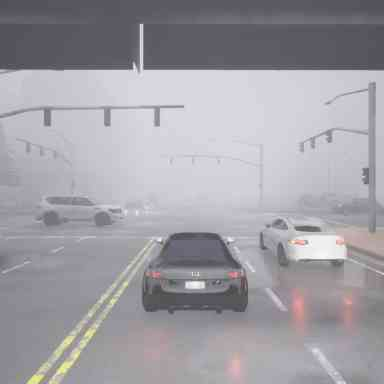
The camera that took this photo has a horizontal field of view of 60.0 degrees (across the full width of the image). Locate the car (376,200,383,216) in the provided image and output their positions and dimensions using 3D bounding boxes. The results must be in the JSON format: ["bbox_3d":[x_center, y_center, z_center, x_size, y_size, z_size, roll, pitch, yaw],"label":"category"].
[{"bbox_3d":[19.150,1.601,29.626,4.718,1.301,1.895,0,0,1],"label":"car"}]

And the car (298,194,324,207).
[{"bbox_3d":[16.645,1.153,47.386,1.932,1.855,4.605,0,0,0],"label":"car"}]

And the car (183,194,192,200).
[{"bbox_3d":[-1.156,1.351,86.035,2.128,1.511,4.902,0,0,0],"label":"car"}]

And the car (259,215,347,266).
[{"bbox_3d":[3.582,1.526,11.364,1.812,1.442,4.674,0,0,0],"label":"car"}]

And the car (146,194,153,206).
[{"bbox_3d":[-8.044,1.526,55.416,1.812,1.442,4.674,0,0,0],"label":"car"}]

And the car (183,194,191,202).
[{"bbox_3d":[-1.097,1.593,76.964,1.895,1.301,4.718,0,0,0],"label":"car"}]

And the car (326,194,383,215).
[{"bbox_3d":[16.354,1.352,33.157,4.553,1.767,2.097,0,0,1],"label":"car"}]

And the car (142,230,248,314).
[{"bbox_3d":[0.067,1.564,7.704,1.994,1.385,4.181,0,0,0],"label":"car"}]

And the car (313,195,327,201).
[{"bbox_3d":[30.811,1.364,79.942,1.784,1.438,3.905,0,0,0],"label":"car"}]

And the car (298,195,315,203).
[{"bbox_3d":[22.193,1.395,64.815,1.970,1.475,3.806,0,0,0],"label":"car"}]

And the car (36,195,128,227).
[{"bbox_3d":[-7.486,1.215,22.322,5.566,2.045,2.150,1,0,-1],"label":"car"}]

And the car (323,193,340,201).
[{"bbox_3d":[33.495,1.153,80.000,1.932,1.855,4.605,0,0,0],"label":"car"}]

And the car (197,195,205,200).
[{"bbox_3d":[2.344,1.378,86.058,1.994,1.385,4.181,0,0,0],"label":"car"}]

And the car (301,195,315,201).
[{"bbox_3d":[27.916,1.395,79.934,1.970,1.475,3.806,0,0,0],"label":"car"}]

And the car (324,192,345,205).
[{"bbox_3d":[19.540,1.156,47.340,1.905,1.878,3.866,0,0,0],"label":"car"}]

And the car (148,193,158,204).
[{"bbox_3d":[-8.051,1.221,66.069,2.150,2.045,5.566,0,0,0],"label":"car"}]

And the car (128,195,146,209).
[{"bbox_3d":[-7.994,1.478,46.136,1.882,1.535,5.008,0,0,0],"label":"car"}]

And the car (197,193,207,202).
[{"bbox_3d":[2.403,1.223,76.990,2.150,2.045,5.566,0,0,0],"label":"car"}]
